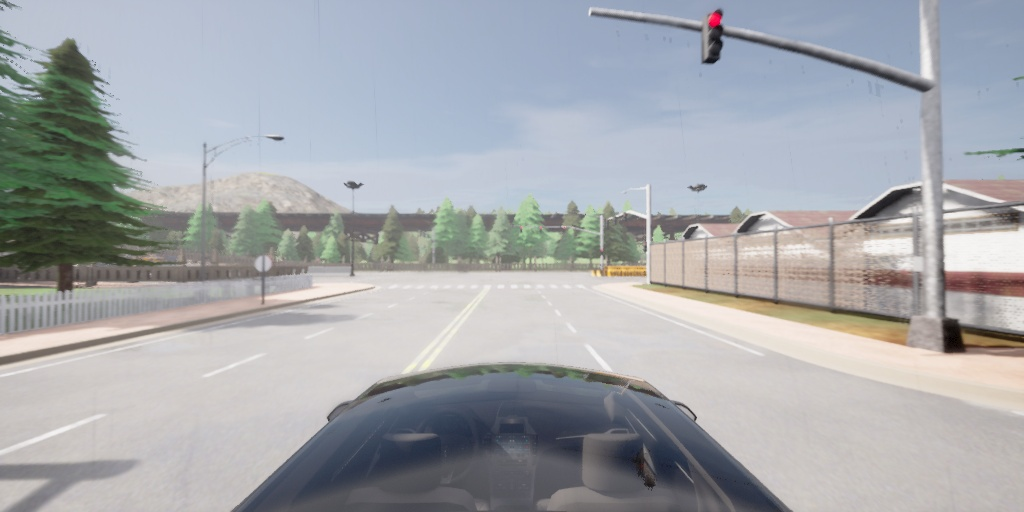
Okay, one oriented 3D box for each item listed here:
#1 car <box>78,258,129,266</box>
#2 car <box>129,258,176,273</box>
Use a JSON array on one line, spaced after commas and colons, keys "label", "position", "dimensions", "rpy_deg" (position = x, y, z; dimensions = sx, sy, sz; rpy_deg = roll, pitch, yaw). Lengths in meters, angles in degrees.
[{"label": "car", "position": [-42.871, 1.187, 37.711], "dimensions": [4.181, 1.385, 1.994], "rpy_deg": [4, -1, -1]}, {"label": "car", "position": [-41.611, 1.366, 41.246], "dimensions": [4.718, 1.301, 1.895], "rpy_deg": [4, -1, -1]}]
